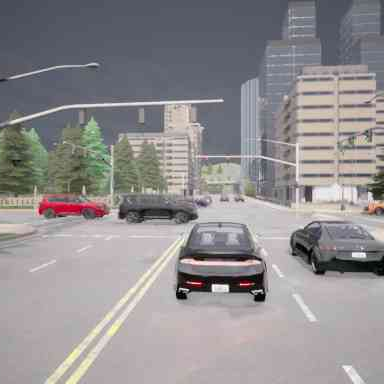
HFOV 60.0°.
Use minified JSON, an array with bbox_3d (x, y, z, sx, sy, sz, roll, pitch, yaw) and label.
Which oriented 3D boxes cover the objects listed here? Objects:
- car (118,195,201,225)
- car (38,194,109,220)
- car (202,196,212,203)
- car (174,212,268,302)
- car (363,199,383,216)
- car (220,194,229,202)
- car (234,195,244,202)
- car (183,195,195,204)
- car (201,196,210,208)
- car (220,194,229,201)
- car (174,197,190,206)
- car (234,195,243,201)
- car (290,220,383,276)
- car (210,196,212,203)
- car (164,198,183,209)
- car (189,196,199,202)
[{"bbox_3d":[-2.371,1.221,23.354,5.566,2.045,2.150,0,0,5],"label":"car"},{"bbox_3d":[-9.789,1.222,27.571,5.566,2.045,2.150,0,0,5],"label":"car"},{"bbox_3d":[3.170,1.505,68.475,1.837,1.490,4.892,0,0,6],"label":"car"},{"bbox_3d":[0.702,1.492,8.303,2.128,1.511,4.902,0,0,5],"label":"car"},{"bbox_3d":[19.151,1.352,32.135,4.553,1.767,2.097,0,0,7],"label":"car"},{"bbox_3d":[7.544,1.549,77.419,1.994,1.385,4.181,0,0,5],"label":"car"},{"bbox_3d":[10.935,1.591,76.114,1.895,1.301,4.718,0,0,5],"label":"car"},{"bbox_3d":[-0.604,1.478,66.099,1.882,1.535,5.008,0,0,6],"label":"car"},{"bbox_3d":[1.255,1.601,49.309,1.895,1.301,4.718,0,0,5],"label":"car"},{"bbox_3d":[8.334,1.353,85.722,2.097,1.767,4.553,0,0,5],"label":"car"},{"bbox_3d":[-1.644,1.547,55.715,2.033,1.411,5.357,0,0,6],"label":"car"},{"bbox_3d":[11.821,1.537,85.420,2.033,1.411,5.357,0,0,5],"label":"car"},{"bbox_3d":[4.393,1.564,10.413,1.994,1.385,4.181,0,0,5],"label":"car"},{"bbox_3d":[2.142,1.601,58.430,1.895,1.301,4.718,0,0,6],"label":"car"},{"bbox_3d":[-2.527,1.564,46.515,1.994,1.385,4.181,0,0,5],"label":"car"},{"bbox_3d":[0.393,1.595,76.166,1.895,1.301,4.718,0,0,5],"label":"car"}]
